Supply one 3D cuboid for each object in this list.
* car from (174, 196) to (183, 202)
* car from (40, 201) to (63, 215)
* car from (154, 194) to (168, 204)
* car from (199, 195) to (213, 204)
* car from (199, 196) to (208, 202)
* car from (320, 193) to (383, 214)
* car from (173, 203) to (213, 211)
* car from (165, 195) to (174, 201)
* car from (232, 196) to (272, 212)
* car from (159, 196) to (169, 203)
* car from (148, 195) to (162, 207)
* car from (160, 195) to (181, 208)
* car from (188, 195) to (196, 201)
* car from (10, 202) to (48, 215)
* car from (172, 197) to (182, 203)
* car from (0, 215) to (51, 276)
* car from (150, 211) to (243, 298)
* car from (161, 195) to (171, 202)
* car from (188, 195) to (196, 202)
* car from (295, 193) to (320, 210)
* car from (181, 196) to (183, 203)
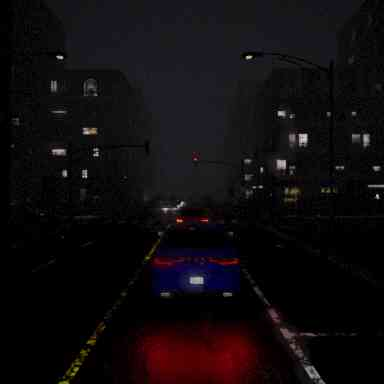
[{"bbox_3d":[-3.082,1.621,78.519,1.895,1.301,4.718,0,0,0],"label":"car"},{"bbox_3d":[-16.276,1.779,35.284,4.892,1.490,1.837,-1,0,-1],"label":"car"},{"bbox_3d":[-5.756,1.336,63.184,2.192,1.841,5.009,0,0,0],"label":"car"},{"bbox_3d":[2.630,1.458,57.512,1.967,1.590,4.097,0,0,0],"label":"car"},{"bbox_3d":[2.614,1.612,74.560,1.802,1.307,4.206,0,0,0],"label":"car"},{"bbox_3d":[14.664,1.029,29.778,5.009,1.841,2.192,-1,1,-1],"label":"car"},{"bbox_3d":[0.080,1.526,17.931,1.812,1.442,4.674,0,0,1],"label":"car"},{"bbox_3d":[-5.779,1.480,85.915,1.967,1.590,4.097,0,0,0],"label":"car"},{"bbox_3d":[6.644,1.206,36.332,4.553,1.767,2.097,-1,-1,10],"label":"car"},{"bbox_3d":[-5.761,1.551,68.697,1.752,1.417,4.829,0,0,0],"label":"car"},{"bbox_3d":[-5.743,1.580,51.819,1.947,1.339,4.313,0,0,0],"label":"car"},{"bbox_3d":[-3.130,1.560,49.190,2.033,1.411,5.357,0,0,-1],"label":"car"},{"bbox_3d":[-0.092,1.570,90.509,2.128,1.511,4.902,0,0,0],"label":"car"},{"bbox_3d":[-16.708,1.888,32.080,4.718,1.301,1.895,-1,0,-1],"label":"car"},{"bbox_3d":[-3.081,1.626,68.180,1.895,1.301,4.718,0,0,0],"label":"car"},{"bbox_3d":[-5.750,1.582,9.796,1.802,1.307,4.206,0,0,0],"label":"car"},{"bbox_3d":[0.094,1.477,8.590,1.882,1.535,5.008,0,0,0],"label":"car"},{"bbox_3d":[-5.767,1.470,74.549,1.967,1.590,4.097,0,0,0],"label":"car"},{"bbox_3d":[-0.081,1.513,80.399,1.882,1.535,5.008,0,0,0],"label":"car"},{"bbox_3d":[14.521,1.015,38.156,5.009,1.841,2.192,-1,1,-1],"label":"car"},{"bbox_3d":[-3.139,1.370,58.672,2.097,1.767,4.553,0,0,0],"label":"car"}]
